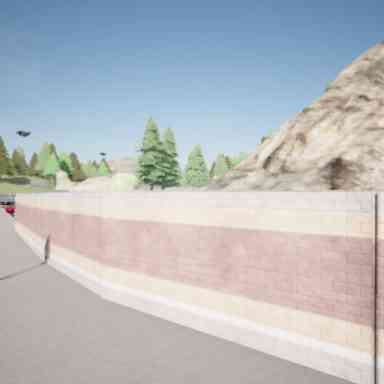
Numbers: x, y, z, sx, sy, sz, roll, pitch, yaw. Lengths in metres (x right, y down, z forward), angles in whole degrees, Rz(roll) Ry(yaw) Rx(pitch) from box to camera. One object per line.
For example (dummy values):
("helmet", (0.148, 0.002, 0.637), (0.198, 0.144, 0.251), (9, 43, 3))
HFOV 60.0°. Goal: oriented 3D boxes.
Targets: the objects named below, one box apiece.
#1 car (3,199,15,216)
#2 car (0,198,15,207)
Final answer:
("car", (-15.776, 1.590, 32.385), (1.895, 1.301, 4.718), (1, 0, 4))
("car", (-24.853, 1.445, 46.226), (1.895, 1.301, 4.718), (1, 0, 7))
